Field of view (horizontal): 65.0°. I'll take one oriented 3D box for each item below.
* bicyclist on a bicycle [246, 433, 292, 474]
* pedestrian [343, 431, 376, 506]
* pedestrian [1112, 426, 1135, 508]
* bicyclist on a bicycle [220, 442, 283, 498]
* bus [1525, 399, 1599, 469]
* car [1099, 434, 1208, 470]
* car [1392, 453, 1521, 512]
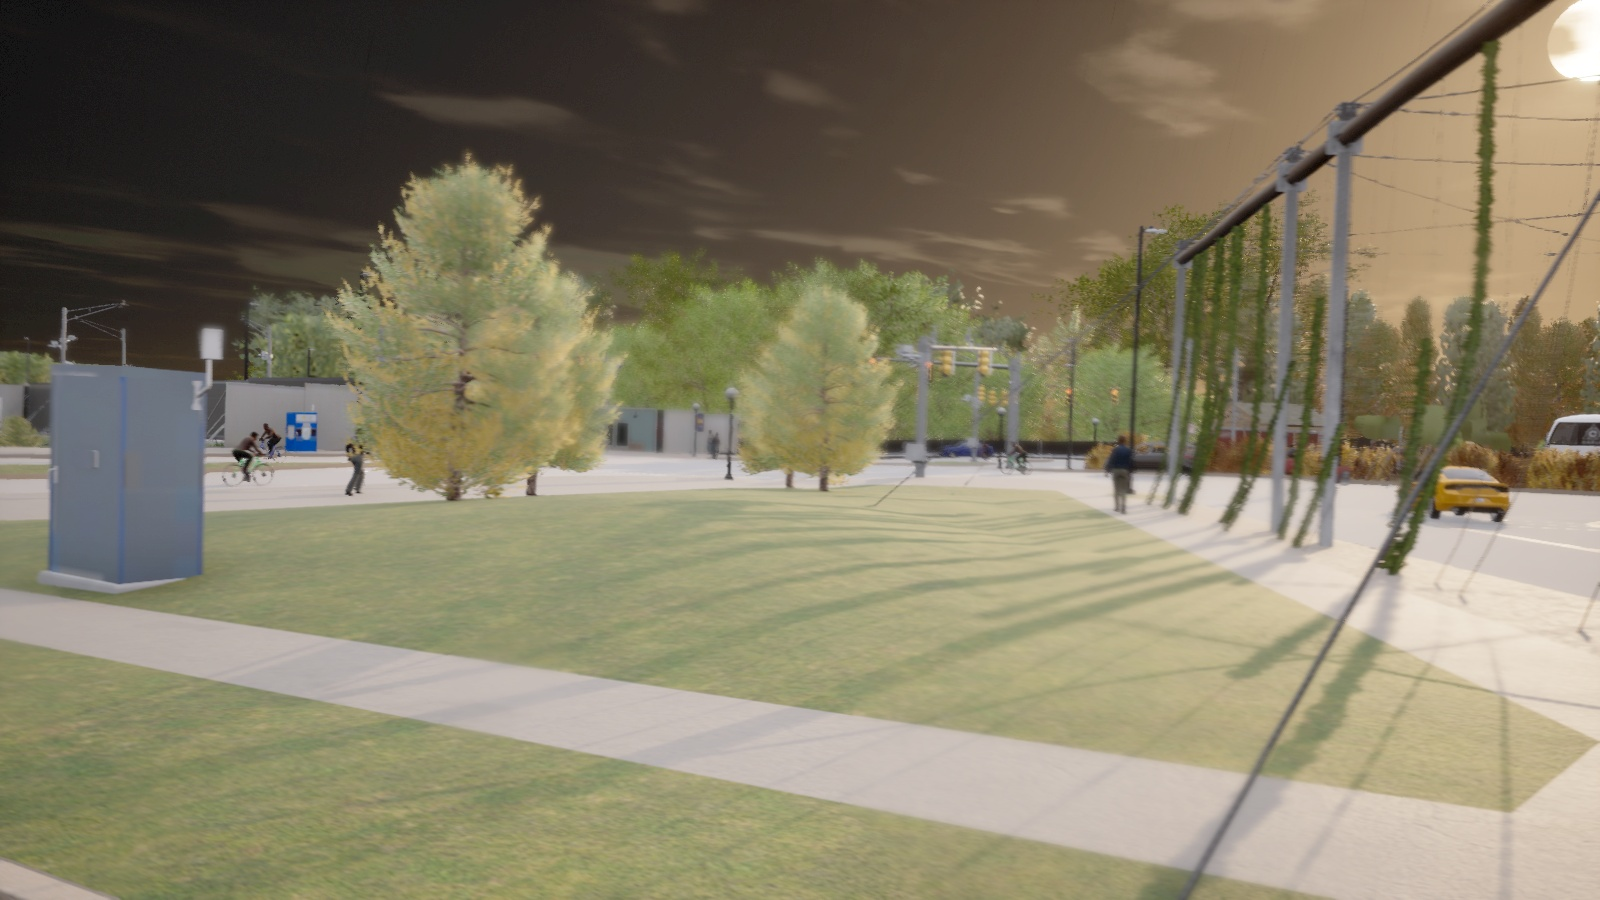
[{"bbox_3d":[-21.616,0.128,51.121,0.582,1.620,1.656,2,2,33],"label":"bicyclist on a bicycle"},{"bbox_3d":[-11.468,0.473,32.695,0.402,1.930,0.666,2,2,37],"label":"pedestrian"},{"bbox_3d":[7.357,0.378,28.538,0.370,1.835,0.726,1,2,7],"label":"pedestrian"},{"bbox_3d":[-16.196,0.577,37.102,0.582,1.620,1.656,1,1,33],"label":"bicyclist on a bicycle"},{"bbox_3d":[50.645,-0.959,76.643,3.944,4.253,10.273,0,2,-33],"label":"bus"},{"bbox_3d":[17.036,0.061,60.585,4.611,1.667,2.242,0,1,36],"label":"car"},{"bbox_3d":[19.062,0.881,36.722,1.882,1.535,5.008,1,1,10],"label":"car"}]
